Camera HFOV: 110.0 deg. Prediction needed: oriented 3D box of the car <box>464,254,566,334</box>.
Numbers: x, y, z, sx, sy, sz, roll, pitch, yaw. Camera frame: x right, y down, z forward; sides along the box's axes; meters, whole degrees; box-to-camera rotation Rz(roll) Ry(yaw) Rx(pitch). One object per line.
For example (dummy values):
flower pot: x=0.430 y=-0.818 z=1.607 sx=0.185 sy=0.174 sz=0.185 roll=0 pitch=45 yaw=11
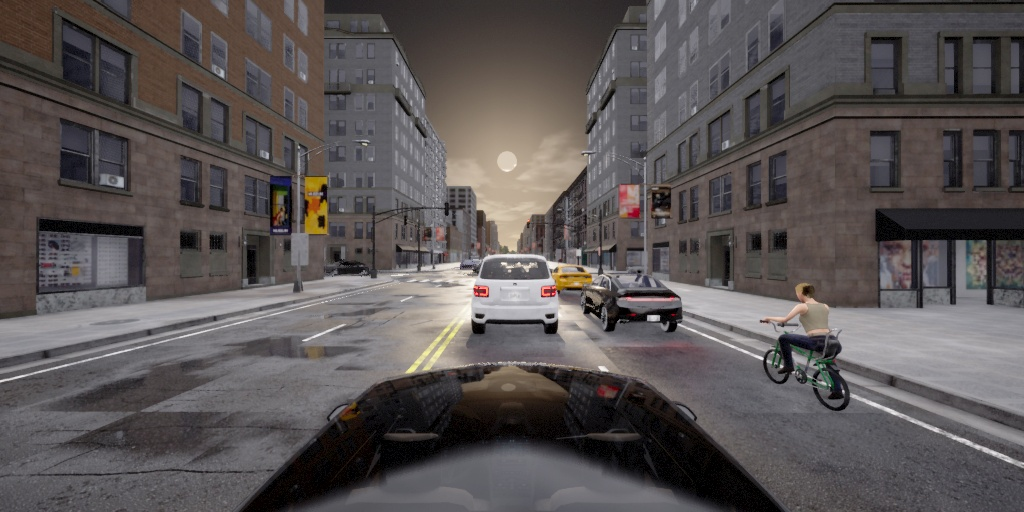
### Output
car: x=0.079 y=0.973 z=10.750 sx=2.150 sy=2.045 sz=5.566 roll=0 pitch=0 yaw=0

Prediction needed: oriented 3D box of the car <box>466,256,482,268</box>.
car: x=-6.690 y=0.996 z=64.036 sx=2.150 sy=2.045 sz=5.566 roll=0 pitch=0 yaw=0

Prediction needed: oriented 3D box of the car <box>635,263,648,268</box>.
car: x=14.974 y=1.413 z=38.708 sx=4.718 sy=1.301 sz=1.895 roll=0 pitch=0 yaw=1

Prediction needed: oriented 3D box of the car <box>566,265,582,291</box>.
car: x=3.211 y=1.233 z=20.311 sx=1.882 sy=1.535 sz=5.008 roll=0 pitch=0 yaw=0

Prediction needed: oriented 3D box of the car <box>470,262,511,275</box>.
car: x=-2.366 y=1.371 z=41.154 sx=1.895 sy=1.301 sz=4.718 roll=0 pitch=0 yaw=42

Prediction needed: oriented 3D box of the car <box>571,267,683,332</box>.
car: x=3.323 y=1.243 z=10.821 sx=2.128 sy=1.511 sz=4.902 roll=0 pitch=0 yaw=0

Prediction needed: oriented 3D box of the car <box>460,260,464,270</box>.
car: x=-6.702 y=1.249 z=54.092 sx=1.882 sy=1.535 sz=5.008 roll=0 pitch=0 yaw=0

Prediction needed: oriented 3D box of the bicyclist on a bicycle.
bicyclist on a bicycle: x=4.129 y=1.187 z=5.133 sx=0.866 sy=1.612 sz=1.509 roll=0 pitch=0 yaw=0

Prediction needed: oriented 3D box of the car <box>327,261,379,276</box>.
car: x=-15.819 y=1.246 z=35.804 sx=4.892 sy=1.490 sz=1.837 roll=0 pitch=0 yaw=0
